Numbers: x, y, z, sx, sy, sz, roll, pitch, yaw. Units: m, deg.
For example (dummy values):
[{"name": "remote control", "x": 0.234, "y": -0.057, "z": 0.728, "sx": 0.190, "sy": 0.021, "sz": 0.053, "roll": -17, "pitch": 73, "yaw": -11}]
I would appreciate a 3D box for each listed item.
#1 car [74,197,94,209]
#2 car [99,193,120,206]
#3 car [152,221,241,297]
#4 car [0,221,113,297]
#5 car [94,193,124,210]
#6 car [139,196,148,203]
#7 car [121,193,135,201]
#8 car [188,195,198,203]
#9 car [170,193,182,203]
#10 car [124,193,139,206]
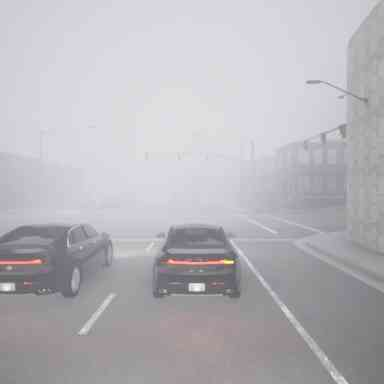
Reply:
[{"name": "car", "x": -13.946, "y": 1.482, "z": 43.758, "sx": 2.128, "sy": 1.511, "sz": 4.902, "roll": 0, "pitch": 0, "yaw": 0}, {"name": "car", "x": -13.887, "y": 1.209, "z": 56.415, "sx": 2.150, "sy": 2.045, "sz": 5.566, "roll": 0, "pitch": 0, "yaw": 1}, {"name": "car", "x": 0.106, "y": 1.503, "z": 8.536, "sx": 1.837, "sy": 1.490, "sz": 4.892, "roll": 0, "pitch": 0, "yaw": 0}, {"name": "car", "x": -3.394, "y": 1.503, "z": 8.553, "sx": 1.837, "sy": 1.490, "sz": 4.892, "roll": 0, "pitch": 0, "yaw": 0}, {"name": "car", "x": -10.454, "y": 1.343, "z": 42.258, "sx": 2.097, "sy": 1.767, "sz": 4.553, "roll": 0, "pitch": 0, "yaw": 0}, {"name": "car", "x": -10.278, "y": 1.537, "z": 68.590, "sx": 1.994, "sy": 1.385, "sz": 4.181, "roll": 0, "pitch": 0, "yaw": 0}, {"name": "car", "x": -13.767, "y": 1.052, "z": 71.903, "sx": 2.097, "sy": 1.767, "sz": 4.553, "roll": 0, "pitch": 0, "yaw": 0}, {"name": "car", "x": 0.221, "y": 1.337, "z": 68.248, "sx": 2.097, "sy": 1.767, "sz": 4.553, "roll": 0, "pitch": 0, "yaw": 0}, {"name": "car", "x": -3.279, "y": 1.206, "z": 68.315, "sx": 2.150, "sy": 2.045, "sz": 5.566, "roll": 0, "pitch": 0, "yaw": 0}, {"name": "car", "x": -10.408, "y": 1.340, "z": 53.703, "sx": 2.097, "sy": 1.767, "sz": 4.553, "roll": 0, "pitch": 0, "yaw": 0}]
